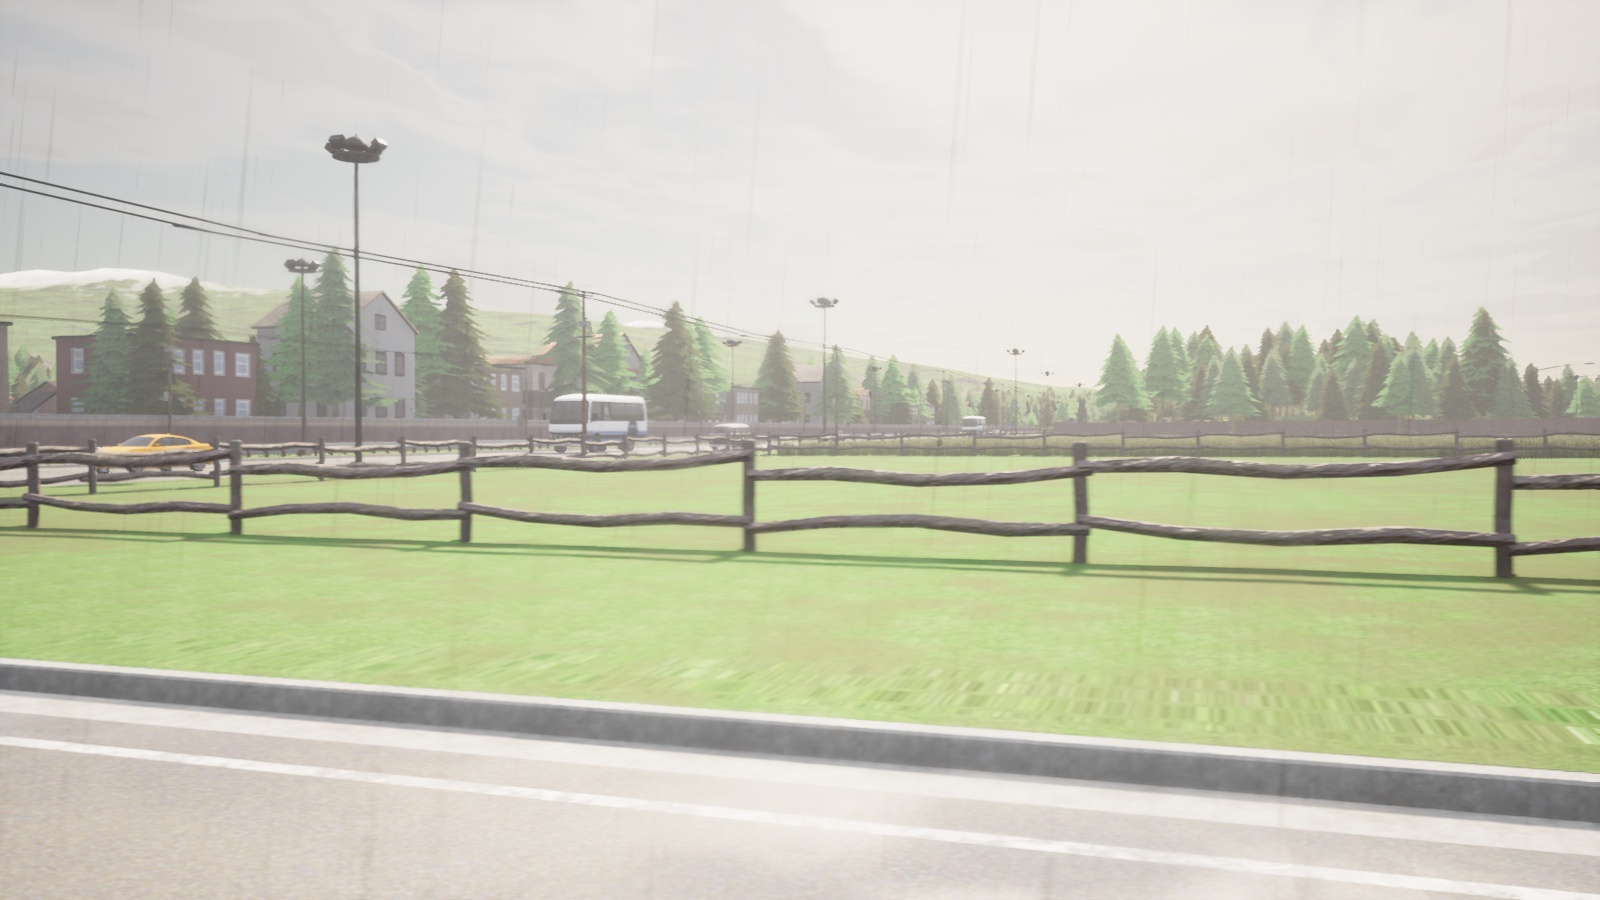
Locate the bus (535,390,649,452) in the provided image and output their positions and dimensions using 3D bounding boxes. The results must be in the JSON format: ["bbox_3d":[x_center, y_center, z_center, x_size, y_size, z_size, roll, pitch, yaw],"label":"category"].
[{"bbox_3d":[-15.039,-2.077,92.137,3.944,4.253,10.273,1,1,18],"label":"bus"}]

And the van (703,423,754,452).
[{"bbox_3d":[-5.019,-0.890,89.027,2.069,2.038,4.480,1,1,18],"label":"van"}]

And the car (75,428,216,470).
[{"bbox_3d":[-25.512,-0.074,49.161,1.882,1.535,5.008,1,1,18],"label":"car"}]
